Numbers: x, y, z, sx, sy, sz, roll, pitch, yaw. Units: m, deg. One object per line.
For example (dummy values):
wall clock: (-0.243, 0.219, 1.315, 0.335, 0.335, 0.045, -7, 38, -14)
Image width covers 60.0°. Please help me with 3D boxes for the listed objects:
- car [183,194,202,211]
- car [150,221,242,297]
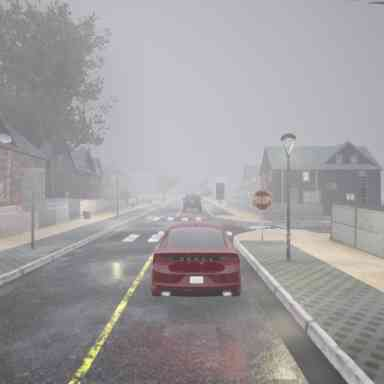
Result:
car: (0.038, 1.271, 40.701, 2.150, 2.045, 5.566, 0, 0, 0)
car: (0.085, 1.483, 8.649, 1.882, 1.535, 5.008, 0, 0, 0)
